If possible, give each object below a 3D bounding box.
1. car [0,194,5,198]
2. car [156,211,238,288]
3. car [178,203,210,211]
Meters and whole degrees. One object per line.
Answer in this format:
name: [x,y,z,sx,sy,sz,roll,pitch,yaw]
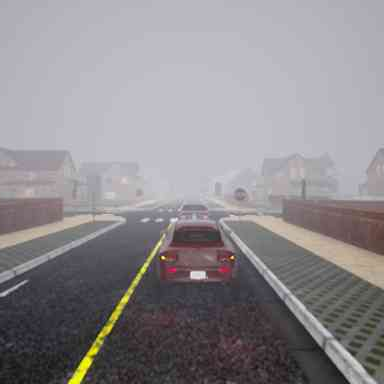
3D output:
car: [-17.800,0.955,28.884,5.566,2.045,2.150,0,1,0]
car: [0.112,1.462,8.902,1.812,1.442,4.674,0,1,0]
car: [0.126,1.404,20.644,2.033,1.411,5.357,0,0,0]
